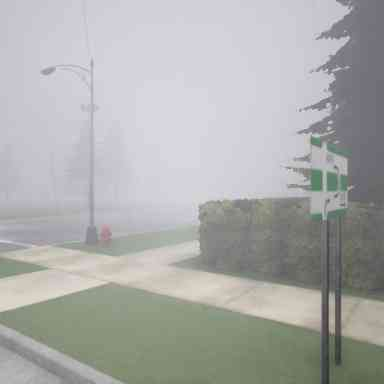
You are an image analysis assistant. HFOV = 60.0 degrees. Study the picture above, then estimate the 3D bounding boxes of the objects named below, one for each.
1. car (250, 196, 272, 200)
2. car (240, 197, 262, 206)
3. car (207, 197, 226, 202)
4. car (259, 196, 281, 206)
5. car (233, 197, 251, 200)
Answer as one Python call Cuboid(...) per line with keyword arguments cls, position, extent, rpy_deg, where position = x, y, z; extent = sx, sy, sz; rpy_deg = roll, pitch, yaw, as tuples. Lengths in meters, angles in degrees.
Cuboid(cls="car", position=(10.108, 1.526, 45.311), extent=(1.812, 1.442, 4.674), rpy_deg=(0, 0, 36))
Cuboid(cls="car", position=(10.238, 1.564, 57.506), extent=(1.994, 1.385, 4.181), rpy_deg=(0, 0, 36))
Cuboid(cls="car", position=(4.137, 1.478, 49.005), extent=(1.882, 1.535, 5.008), rpy_deg=(0, 0, 37))
Cuboid(cls="car", position=(13.073, 1.478, 55.453), extent=(1.882, 1.535, 5.008), rpy_deg=(0, 0, 36))
Cuboid(cls="car", position=(7.248, 1.478, 47.330), extent=(1.882, 1.535, 5.008), rpy_deg=(0, 0, 36))
